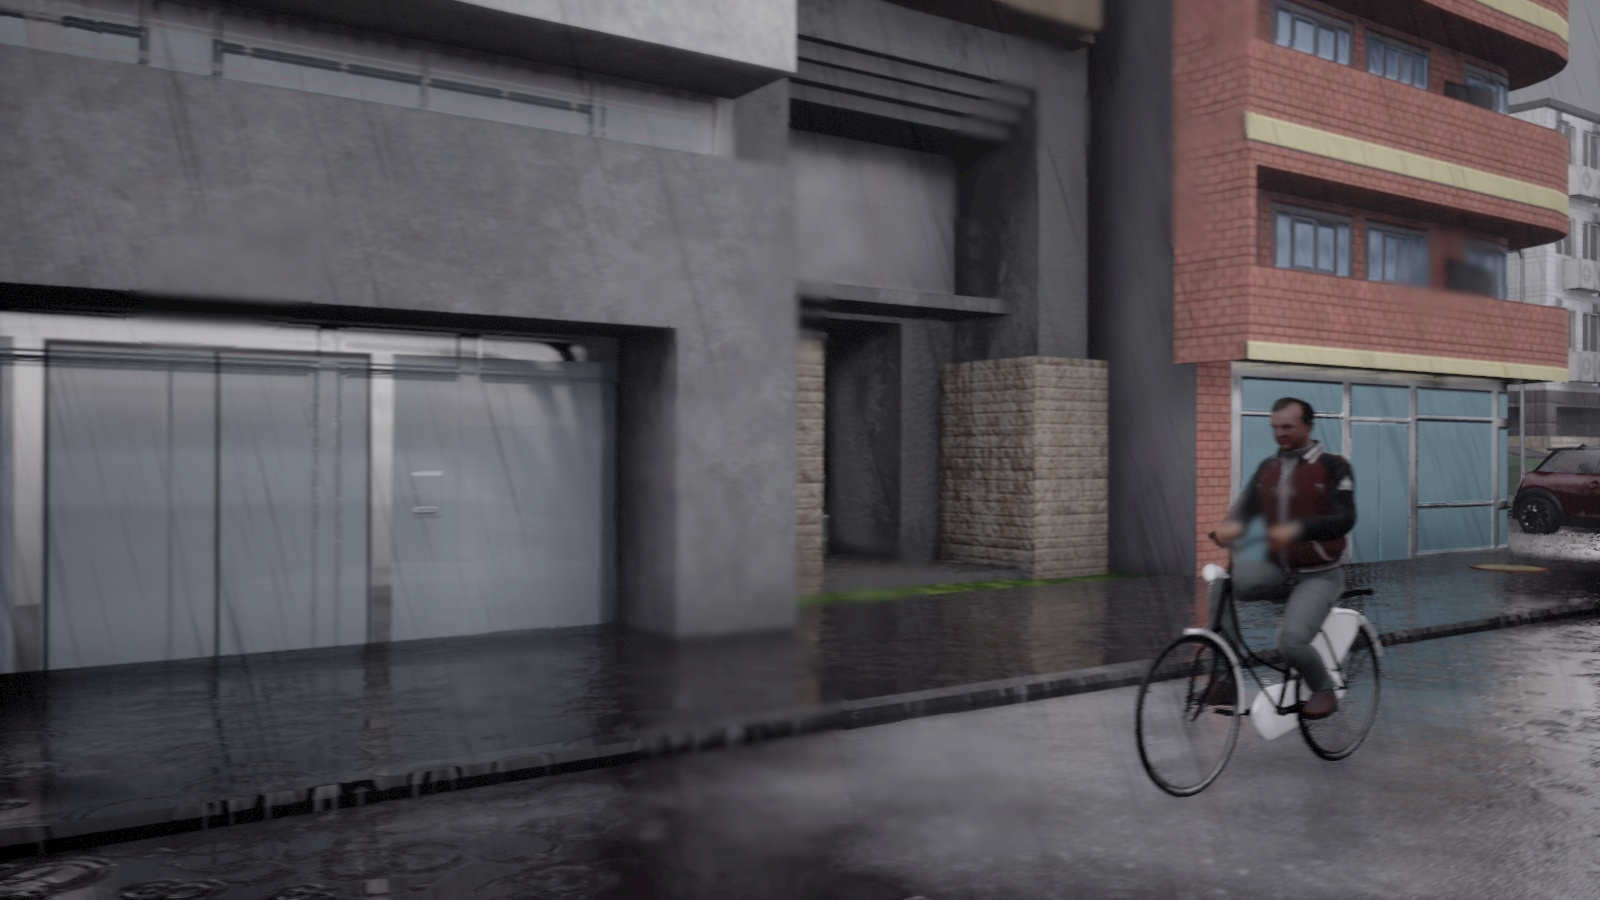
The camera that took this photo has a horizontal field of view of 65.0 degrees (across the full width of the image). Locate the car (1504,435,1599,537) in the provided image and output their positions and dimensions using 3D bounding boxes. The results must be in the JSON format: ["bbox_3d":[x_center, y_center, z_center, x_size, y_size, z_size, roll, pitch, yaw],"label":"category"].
[{"bbox_3d":[14.984,0.626,21.710,2.097,1.767,4.553,0,0,-23],"label":"car"}]

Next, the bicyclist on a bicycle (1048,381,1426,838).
[{"bbox_3d":[2.016,0.625,5.679,1.843,1.776,0.659,0,0,-35],"label":"bicyclist on a bicycle"}]
